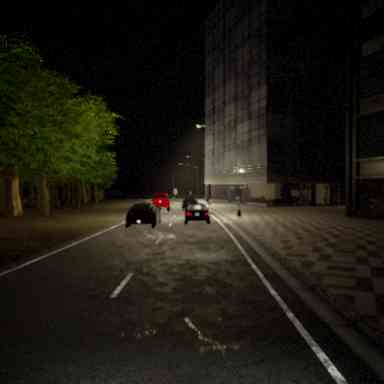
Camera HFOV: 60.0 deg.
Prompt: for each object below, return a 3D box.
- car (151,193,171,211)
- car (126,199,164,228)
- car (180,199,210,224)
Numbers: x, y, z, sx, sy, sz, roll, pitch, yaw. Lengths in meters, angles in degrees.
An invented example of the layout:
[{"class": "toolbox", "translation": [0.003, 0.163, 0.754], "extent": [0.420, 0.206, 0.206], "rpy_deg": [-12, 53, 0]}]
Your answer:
[{"class": "car", "translation": [-3.717, 1.180, 39.717], "extent": [2.150, 2.045, 5.566], "rpy_deg": [0, 0, -4]}, {"class": "car", "translation": [-3.151, 1.477, 22.112], "extent": [1.837, 1.490, 4.892], "rpy_deg": [0, 0, 0]}, {"class": "car", "translation": [0.343, 1.517, 24.556], "extent": [2.033, 1.411, 5.357], "rpy_deg": [0, 0, -1]}]
